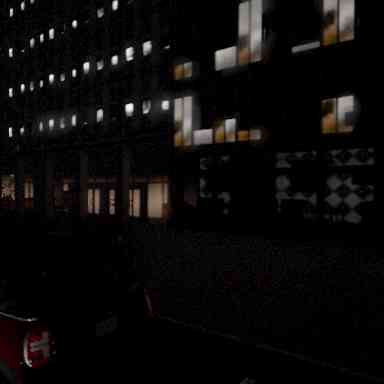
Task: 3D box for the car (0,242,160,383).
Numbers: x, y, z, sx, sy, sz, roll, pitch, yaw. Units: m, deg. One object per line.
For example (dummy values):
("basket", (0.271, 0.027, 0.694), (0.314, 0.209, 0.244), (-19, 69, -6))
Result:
("car", (-2.473, 1.434, 4.628), (4.097, 1.590, 1.967), (0, 1, 36))
